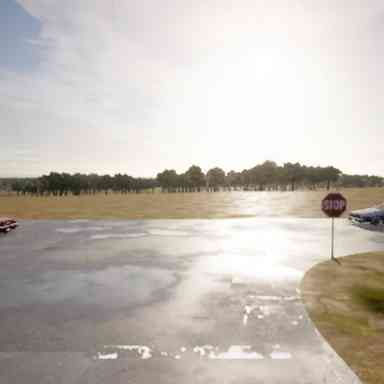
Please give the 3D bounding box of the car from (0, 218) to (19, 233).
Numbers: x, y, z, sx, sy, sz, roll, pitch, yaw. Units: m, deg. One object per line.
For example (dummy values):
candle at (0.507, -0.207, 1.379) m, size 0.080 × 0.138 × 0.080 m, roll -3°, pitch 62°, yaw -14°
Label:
car at (-12.188, 1.751, 18.271) m, size 4.718 × 1.301 × 1.895 m, roll 0°, pitch 2°, yaw 3°

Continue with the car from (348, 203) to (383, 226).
car at (13.088, 1.397, 21.488) m, size 5.357 × 1.411 × 2.033 m, roll 0°, pitch 2°, yaw -1°
